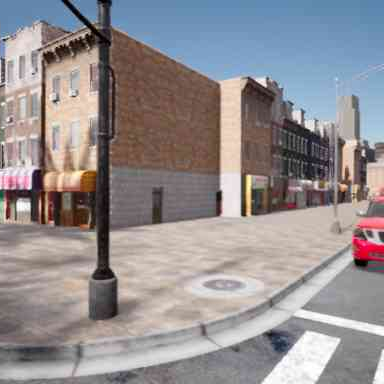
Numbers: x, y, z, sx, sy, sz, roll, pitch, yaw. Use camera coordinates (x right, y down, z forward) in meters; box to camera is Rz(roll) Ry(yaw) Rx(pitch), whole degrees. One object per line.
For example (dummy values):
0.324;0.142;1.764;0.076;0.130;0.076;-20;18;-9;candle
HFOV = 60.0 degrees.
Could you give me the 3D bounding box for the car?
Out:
6.681;1.139;10.589;2.150;2.045;5.566;0;0;35;car
